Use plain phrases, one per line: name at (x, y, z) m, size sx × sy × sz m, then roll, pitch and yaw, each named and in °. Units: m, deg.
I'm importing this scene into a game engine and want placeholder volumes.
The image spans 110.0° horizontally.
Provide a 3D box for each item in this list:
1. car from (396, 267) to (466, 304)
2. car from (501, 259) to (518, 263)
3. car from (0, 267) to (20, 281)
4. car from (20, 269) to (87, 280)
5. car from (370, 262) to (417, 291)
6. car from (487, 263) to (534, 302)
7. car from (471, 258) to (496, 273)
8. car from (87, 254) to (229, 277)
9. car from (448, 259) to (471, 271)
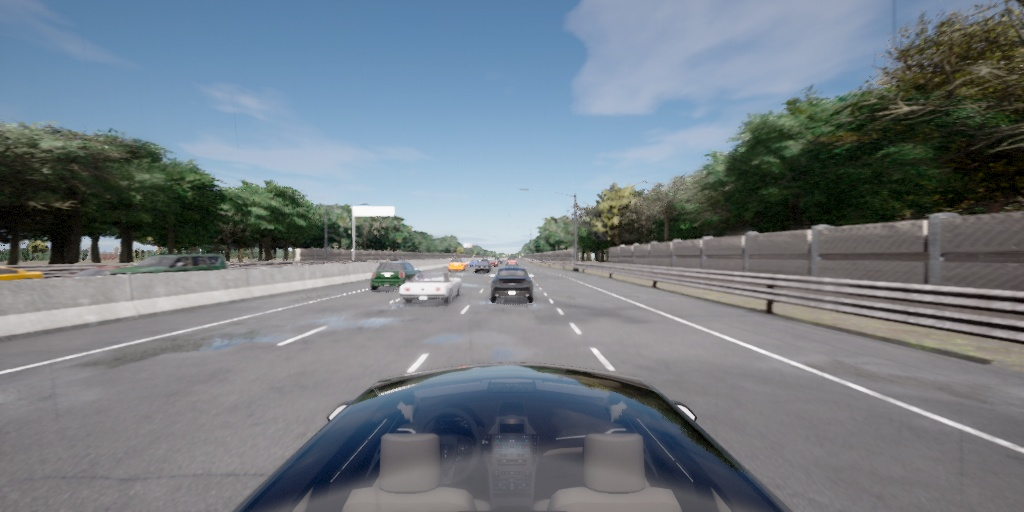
car at (-3.499, 1.364, 16.386) m, size 1.895 × 1.301 × 4.718 m, roll 0°, pitch 0°, yaw 0°
car at (-0.001, 1.356, 43.529) m, size 1.994 × 1.385 × 4.181 m, roll 0°, pitch 0°, yaw 0°
car at (-27.999, 1.279, 18.571) m, size 1.882 × 1.535 × 5.008 m, roll 0°, pitch 0°, yaw 0°
car at (-20.999, 1.279, 18.570) m, size 1.882 × 1.535 × 5.008 m, roll 0°, pitch 0°, yaw 0°
car at (-7.002, 1.121, 22.290) m, size 2.097 × 1.767 × 4.553 m, roll 0°, pitch 0°, yaw 0°
car at (-0.001, 1.270, 17.204) m, size 1.837 × 1.490 × 4.892 m, roll 0°, pitch 0°, yaw 0°
car at (-3.497, 1.341, 44.403) m, size 2.033 × 1.411 × 5.357 m, roll 0°, pitch 0°, yaw 0°
car at (-17.500, 0.900, 18.541) m, size 2.150 × 2.045 × 5.566 m, roll 0°, pitch 0°, yaw 0°
car at (-6.998, 1.148, 46.925) m, size 2.097 × 1.767 × 4.553 m, roll 0°, pitch 0°, yaw 0°
